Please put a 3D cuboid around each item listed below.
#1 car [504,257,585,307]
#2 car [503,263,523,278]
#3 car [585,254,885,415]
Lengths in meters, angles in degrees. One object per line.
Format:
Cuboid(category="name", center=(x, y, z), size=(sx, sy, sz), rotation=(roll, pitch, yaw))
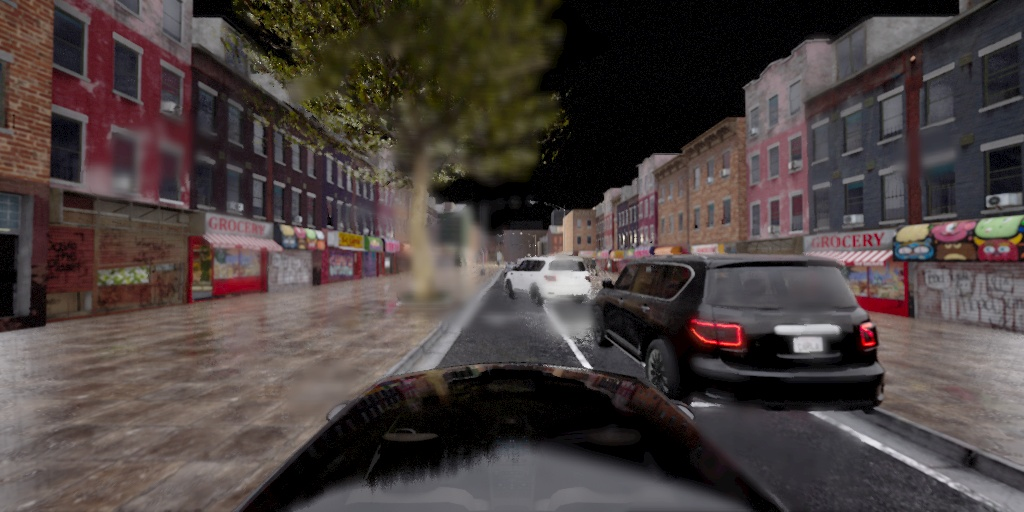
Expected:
Cuboid(category="car", center=(1.445, 1.049, 16.392), size=(2.150, 2.045, 5.566), rotation=(-1, 0, -20))
Cuboid(category="car", center=(0.087, 1.486, 38.307), size=(2.033, 1.411, 5.357), rotation=(0, 0, 0))
Cuboid(category="car", center=(2.981, 1.002, 6.286), size=(2.150, 2.045, 5.566), rotation=(0, 0, 0))
